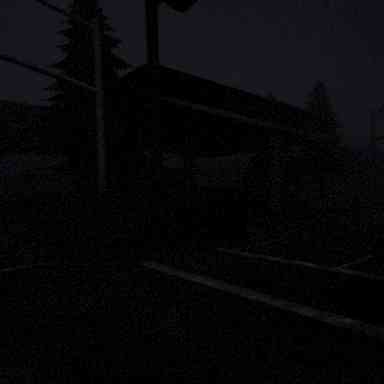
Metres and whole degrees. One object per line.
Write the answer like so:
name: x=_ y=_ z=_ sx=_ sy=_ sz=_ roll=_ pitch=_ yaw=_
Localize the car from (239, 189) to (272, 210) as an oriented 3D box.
car: x=5.358 y=0.669 z=30.483 sx=1.905 sy=1.878 sz=3.866 roll=-3 pitch=1 yaw=-40
